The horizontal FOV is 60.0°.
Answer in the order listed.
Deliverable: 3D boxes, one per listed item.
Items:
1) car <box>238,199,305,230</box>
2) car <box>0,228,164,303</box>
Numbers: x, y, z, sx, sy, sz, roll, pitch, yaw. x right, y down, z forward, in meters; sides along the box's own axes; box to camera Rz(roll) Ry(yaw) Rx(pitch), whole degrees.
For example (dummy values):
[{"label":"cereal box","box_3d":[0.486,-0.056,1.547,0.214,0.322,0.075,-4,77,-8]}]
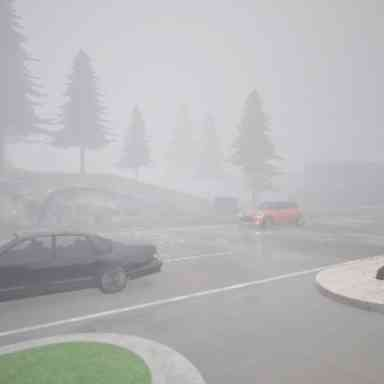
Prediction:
[{"label":"car","box_3d":[5.129,1.367,21.398,4.553,1.767,2.097,0,0,-34]},{"label":"car","box_3d":[-3.303,1.536,7.291,5.357,1.411,2.033,0,0,-33]}]
